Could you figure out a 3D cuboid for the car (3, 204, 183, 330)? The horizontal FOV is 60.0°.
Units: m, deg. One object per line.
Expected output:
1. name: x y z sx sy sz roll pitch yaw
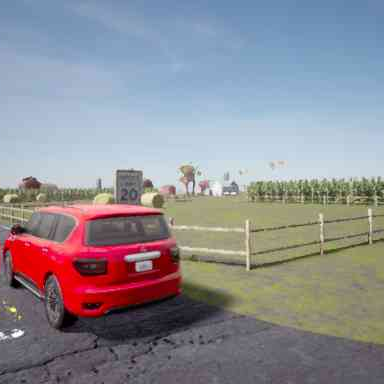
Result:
1. car: -2.495 1.280 7.379 2.150 2.045 5.566 0 0 -40
